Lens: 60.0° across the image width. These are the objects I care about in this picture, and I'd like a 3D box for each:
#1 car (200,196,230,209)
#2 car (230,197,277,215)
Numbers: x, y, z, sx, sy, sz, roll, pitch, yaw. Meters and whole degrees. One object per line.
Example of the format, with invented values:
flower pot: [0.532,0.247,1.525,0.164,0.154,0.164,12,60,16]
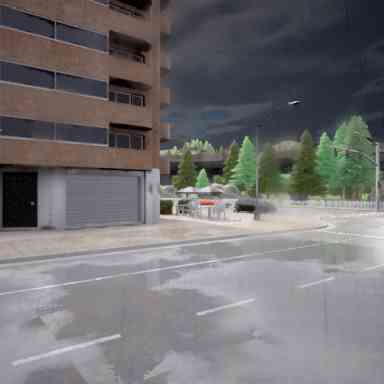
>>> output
car: [3.016,1.296,43.991,2.097,1.767,4.553,0,0,-39]
car: [6.397,1.298,33.641,2.097,1.767,4.553,0,0,-36]
